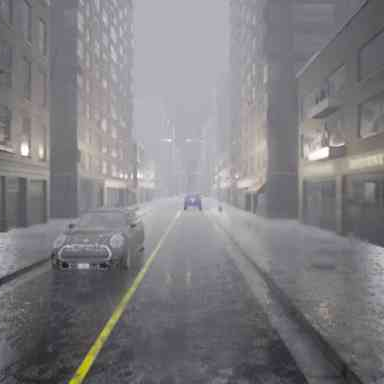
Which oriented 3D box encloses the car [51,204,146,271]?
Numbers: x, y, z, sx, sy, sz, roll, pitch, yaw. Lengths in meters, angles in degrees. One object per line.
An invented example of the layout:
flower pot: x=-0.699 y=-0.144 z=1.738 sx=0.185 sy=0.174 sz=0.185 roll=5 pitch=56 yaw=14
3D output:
car: x=-2.824 y=1.345 z=10.963 sx=2.097 sy=1.767 sz=4.553 roll=0 pitch=0 yaw=0

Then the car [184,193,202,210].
car: x=0.103 y=1.200 z=43.108 sx=2.150 sy=2.045 sz=5.566 roll=0 pitch=0 yaw=0
